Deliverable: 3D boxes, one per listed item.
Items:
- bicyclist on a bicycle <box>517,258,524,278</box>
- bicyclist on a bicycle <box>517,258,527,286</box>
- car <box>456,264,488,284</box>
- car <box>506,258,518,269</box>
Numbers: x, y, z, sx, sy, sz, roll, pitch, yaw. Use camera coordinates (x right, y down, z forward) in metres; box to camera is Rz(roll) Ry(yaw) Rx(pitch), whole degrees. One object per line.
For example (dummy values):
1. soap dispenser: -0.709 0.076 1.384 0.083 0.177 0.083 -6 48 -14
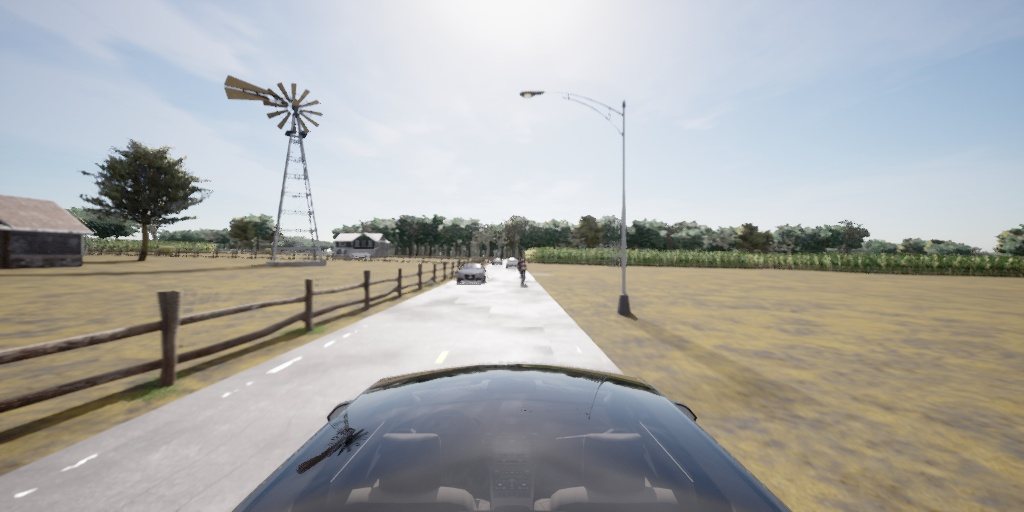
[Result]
1. bicyclist on a bicycle: 0.754 1.039 32.734 0.659 1.776 1.843 0 0 0
2. bicyclist on a bicycle: 0.758 1.147 23.758 0.582 1.620 1.656 0 0 0
3. car: -2.847 1.251 26.219 1.994 1.385 4.181 0 0 0
4. car: 0.040 1.207 54.406 1.895 1.301 4.718 0 0 1
